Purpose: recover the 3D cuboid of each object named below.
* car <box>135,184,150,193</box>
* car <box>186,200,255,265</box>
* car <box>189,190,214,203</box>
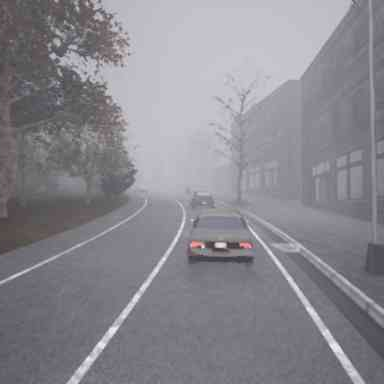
[{"bbox_3d":[-8.557,-0.581,57.442,1.812,1.442,4.674,2,2,-18],"label":"car"},{"bbox_3d":[0.863,1.241,10.509,2.033,1.411,5.357,1,2,4],"label":"car"},{"bbox_3d":[0.789,0.587,28.544,1.812,1.442,4.674,1,2,-5],"label":"car"}]
